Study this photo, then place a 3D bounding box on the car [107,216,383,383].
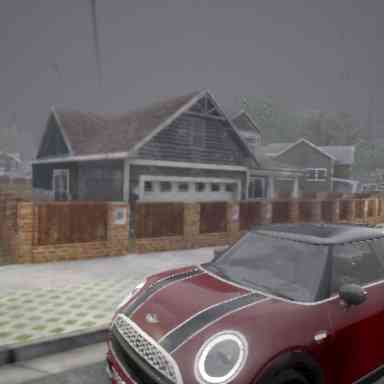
[{"bbox_3d":[1.312,1.231,4.225,4.553,1.767,2.097,1,2,-35],"label":"car"}]
